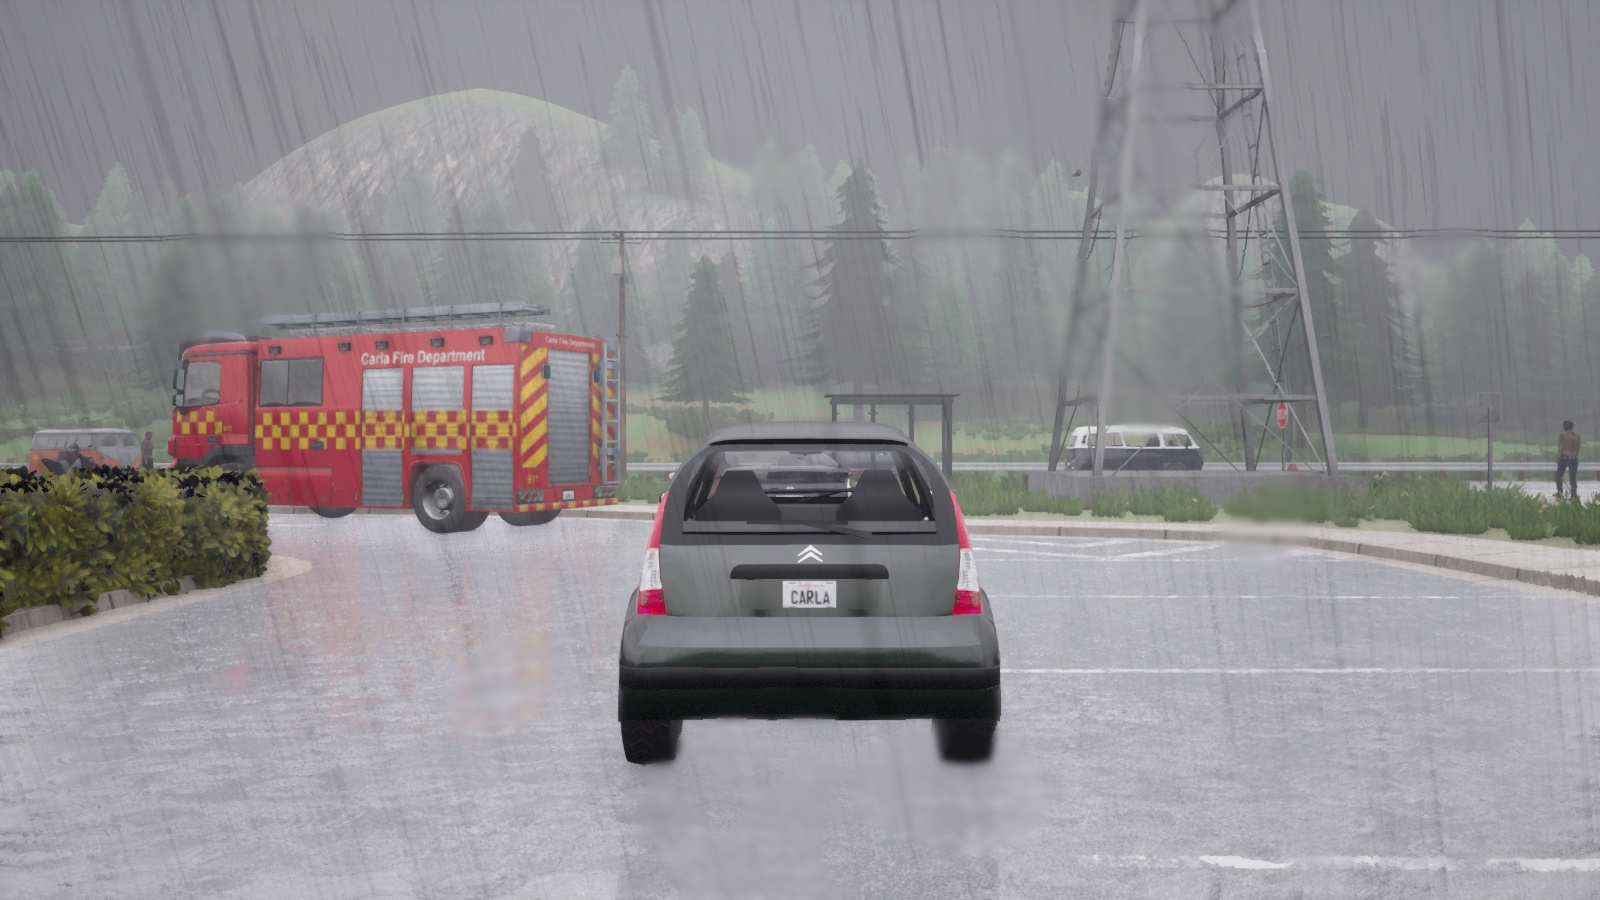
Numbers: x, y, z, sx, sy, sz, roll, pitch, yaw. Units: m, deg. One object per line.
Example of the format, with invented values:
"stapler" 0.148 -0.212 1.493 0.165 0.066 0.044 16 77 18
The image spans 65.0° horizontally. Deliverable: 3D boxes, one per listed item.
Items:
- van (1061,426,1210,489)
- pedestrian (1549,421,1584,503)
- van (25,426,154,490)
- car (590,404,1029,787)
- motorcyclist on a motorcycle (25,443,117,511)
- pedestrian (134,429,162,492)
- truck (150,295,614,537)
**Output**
"van" 11.266 0.241 42.395 4.480 2.038 2.069 0 0 1
"pedestrian" 17.159 0.257 28.114 0.328 1.805 0.869 0 0 8
"van" -23.093 0.251 40.773 4.442 1.987 1.775 0 0 33
"car" 0.041 0.603 7.295 1.851 1.617 3.988 0 0 0
"motorcyclist on a motorcycle" -17.056 0.602 29.443 0.866 1.530 2.191 0 0 0
"pedestrian" -19.363 0.306 37.300 0.634 1.846 0.331 0 0 5
"truck" -7.772 -0.554 23.048 8.468 3.827 2.891 0 0 26
